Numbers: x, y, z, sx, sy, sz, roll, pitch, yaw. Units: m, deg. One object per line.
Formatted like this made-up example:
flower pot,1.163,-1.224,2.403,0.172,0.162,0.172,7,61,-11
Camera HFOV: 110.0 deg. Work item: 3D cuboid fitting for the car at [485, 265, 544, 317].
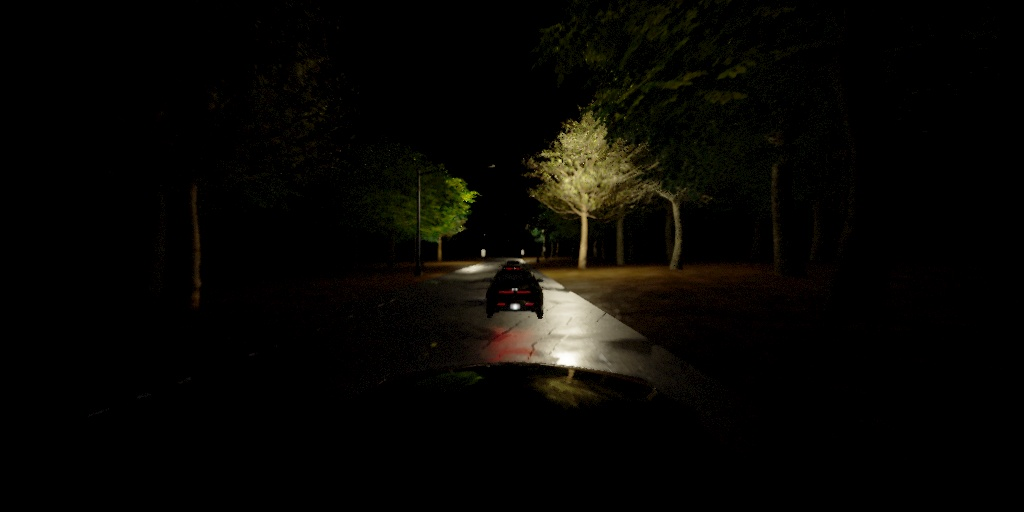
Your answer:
car,0.095,1.237,13.013,1.837,1.490,4.892,0,0,0

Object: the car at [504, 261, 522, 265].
car,0.090,1.147,31.025,1.837,1.490,4.892,0,0,0
